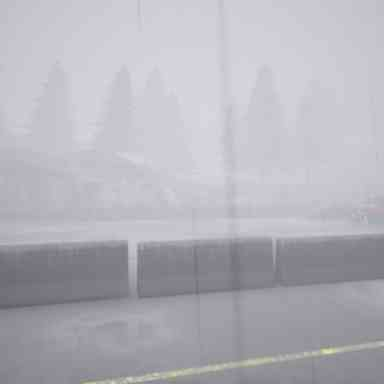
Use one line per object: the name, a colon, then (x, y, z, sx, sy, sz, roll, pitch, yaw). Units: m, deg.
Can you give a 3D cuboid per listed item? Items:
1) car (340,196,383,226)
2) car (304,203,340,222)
car: (14.215, 1.326, 24.569, 5.566, 2.045, 2.150, 0, 0, -15)
car: (11.537, 1.649, 27.460, 4.674, 1.442, 1.812, 0, 0, -15)
